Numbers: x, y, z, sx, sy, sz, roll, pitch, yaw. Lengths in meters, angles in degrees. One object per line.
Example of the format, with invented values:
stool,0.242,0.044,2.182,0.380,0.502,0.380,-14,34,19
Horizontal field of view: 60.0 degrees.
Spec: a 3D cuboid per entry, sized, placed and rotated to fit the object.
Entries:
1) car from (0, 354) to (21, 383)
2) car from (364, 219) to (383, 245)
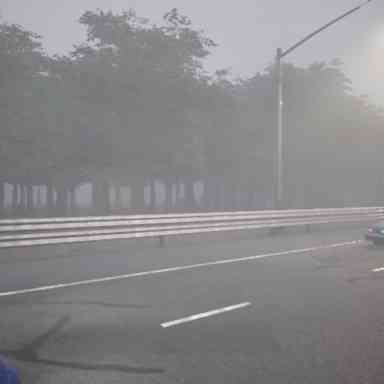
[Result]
car,-3.298,1.506,1.391,4.674,1.442,1.812,1,0,-36
car,9.994,1.715,15.193,5.357,1.411,2.033,1,0,-36
